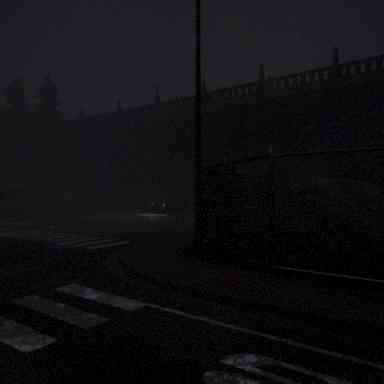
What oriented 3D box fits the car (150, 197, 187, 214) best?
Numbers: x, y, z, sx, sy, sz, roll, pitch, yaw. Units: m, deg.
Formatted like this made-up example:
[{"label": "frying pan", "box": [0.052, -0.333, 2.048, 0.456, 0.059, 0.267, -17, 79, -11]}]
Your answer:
[{"label": "car", "box": [-2.556, 1.403, 36.672, 2.097, 1.767, 4.553, 0, 0, 36]}]
